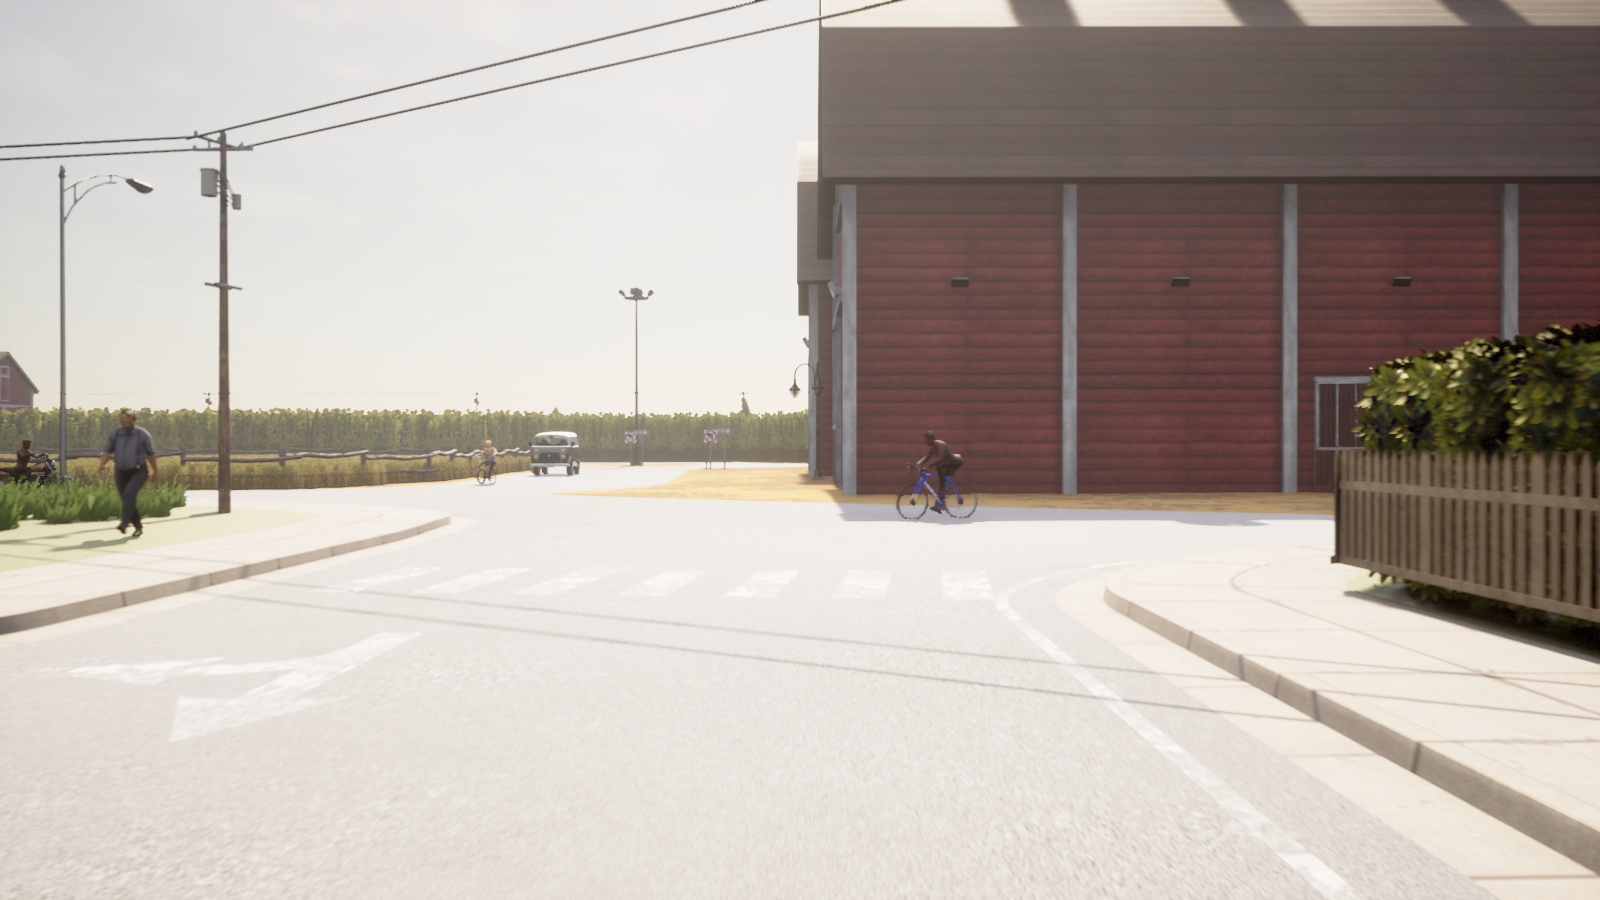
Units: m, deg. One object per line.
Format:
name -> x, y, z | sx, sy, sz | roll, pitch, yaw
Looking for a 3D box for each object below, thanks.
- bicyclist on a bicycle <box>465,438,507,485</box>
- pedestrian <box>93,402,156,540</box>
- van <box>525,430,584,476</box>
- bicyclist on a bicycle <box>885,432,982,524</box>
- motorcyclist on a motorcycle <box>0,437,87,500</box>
bicyclist on a bicycle -> -11.125, 0.419, 44.518 | 0.866, 1.612, 1.509 | 0, -4, 10
pedestrian -> -9.241, 0.286, 17.201 | 0.540, 1.848, 0.694 | 0, 0, -6
van -> -11.307, 0.133, 58.160 | 2.069, 2.038, 4.480 | 0, 0, -3
bicyclist on a bicycle -> 2.425, 0.485, 22.859 | 1.656, 1.620, 0.582 | 0, 3, -20
motorcyclist on a motorcycle -> -20.482, 0.491, 33.606 | 2.350, 1.649, 0.766 | 0, 0, 1
